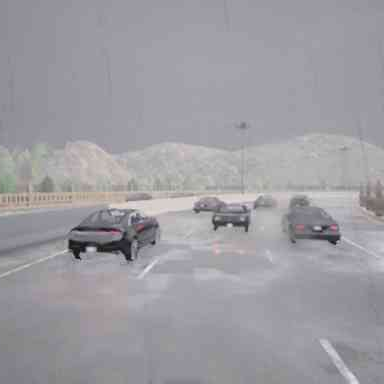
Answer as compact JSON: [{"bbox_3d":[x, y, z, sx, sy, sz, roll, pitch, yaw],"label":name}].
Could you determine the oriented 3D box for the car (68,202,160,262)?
[{"bbox_3d":[-2.430,1.316,11.482,2.128,1.511,4.902,0,1,8],"label":"car"}]

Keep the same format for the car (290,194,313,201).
[{"bbox_3d":[11.335,1.019,34.527,1.837,1.490,4.892,0,1,24],"label":"car"}]

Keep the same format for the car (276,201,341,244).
[{"bbox_3d":[5.083,1.340,14.703,2.033,1.411,5.357,0,1,11],"label":"car"}]

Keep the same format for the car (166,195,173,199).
[{"bbox_3d":[-1.760,0.838,48.050,2.033,1.411,5.357,1,1,28],"label":"car"}]

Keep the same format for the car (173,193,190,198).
[{"bbox_3d":[-0.203,0.928,43.241,1.994,1.385,4.181,1,1,27],"label":"car"}]

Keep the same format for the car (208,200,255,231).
[{"bbox_3d":[2.361,1.329,18.713,1.895,1.301,4.718,0,1,12],"label":"car"}]

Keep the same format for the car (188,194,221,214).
[{"bbox_3d":[1.659,1.121,29.163,2.033,1.411,5.357,0,1,19],"label":"car"}]

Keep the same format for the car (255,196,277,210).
[{"bbox_3d":[7.824,1.061,35.216,1.994,1.385,4.181,0,1,23],"label":"car"}]

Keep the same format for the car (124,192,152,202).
[{"bbox_3d":[-7.201,0.832,44.832,1.837,1.490,4.892,0,1,25],"label":"car"}]
